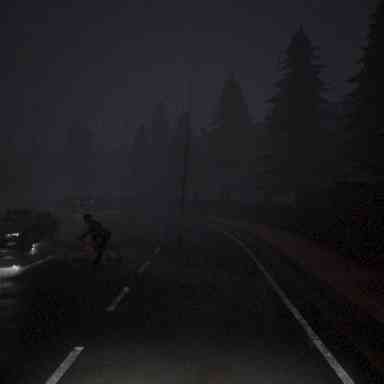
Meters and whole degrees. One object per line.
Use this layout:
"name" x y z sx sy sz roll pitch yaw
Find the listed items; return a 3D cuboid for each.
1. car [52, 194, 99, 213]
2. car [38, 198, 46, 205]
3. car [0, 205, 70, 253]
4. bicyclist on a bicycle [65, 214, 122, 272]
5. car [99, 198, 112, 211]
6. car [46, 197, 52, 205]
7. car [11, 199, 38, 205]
"car" -12.885 1.221 36.546 2.150 2.045 5.566 0 0 -44
"car" -21.395 1.564 42.890 4.181 1.385 1.994 0 0 26
"car" -7.020 1.492 13.766 2.128 1.511 4.902 0 0 -3
"bicyclist on a bicycle" -2.824 1.453 9.512 1.656 1.620 0.582 -1 0 2
"car" -11.422 1.491 39.787 4.902 1.511 2.128 0 0 44
"car" -19.627 1.505 45.666 4.892 1.490 1.837 0 0 29
"car" -12.727 1.526 24.814 1.812 1.442 4.674 0 0 -26
